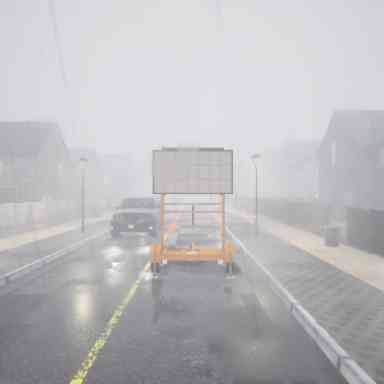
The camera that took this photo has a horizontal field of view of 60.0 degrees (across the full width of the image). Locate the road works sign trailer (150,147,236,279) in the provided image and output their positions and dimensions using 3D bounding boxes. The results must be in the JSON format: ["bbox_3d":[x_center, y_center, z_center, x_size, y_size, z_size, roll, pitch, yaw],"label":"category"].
[{"bbox_3d":[0.027,0.466,10.071,2.380,3.560,2.880,0,0,1],"label":"road works sign trailer"}]

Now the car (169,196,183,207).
[{"bbox_3d":[-2.629,1.518,55.120,2.097,1.767,4.553,0,0,0],"label":"car"}]

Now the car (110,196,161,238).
[{"bbox_3d":[-2.812,1.232,18.049,2.150,2.045,5.566,0,0,0],"label":"car"}]
